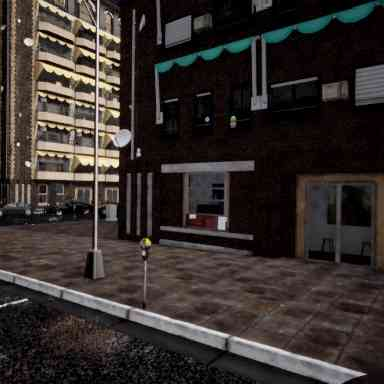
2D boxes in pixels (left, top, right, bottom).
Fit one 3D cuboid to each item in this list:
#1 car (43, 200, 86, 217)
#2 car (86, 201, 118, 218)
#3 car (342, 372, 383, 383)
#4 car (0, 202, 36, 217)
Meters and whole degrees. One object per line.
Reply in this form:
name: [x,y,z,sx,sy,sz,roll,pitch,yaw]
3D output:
car: [-12.706,1.631,34.226,1.882,1.535,5.008,1,0,36]
car: [-7.443,1.824,31.616,1.947,1.339,4.313,1,0,36]
car: [2.655,1.551,1.120,4.403,1.369,2.008,0,1,36]
car: [-17.466,1.624,32.144,2.008,1.369,4.403,1,0,36]
